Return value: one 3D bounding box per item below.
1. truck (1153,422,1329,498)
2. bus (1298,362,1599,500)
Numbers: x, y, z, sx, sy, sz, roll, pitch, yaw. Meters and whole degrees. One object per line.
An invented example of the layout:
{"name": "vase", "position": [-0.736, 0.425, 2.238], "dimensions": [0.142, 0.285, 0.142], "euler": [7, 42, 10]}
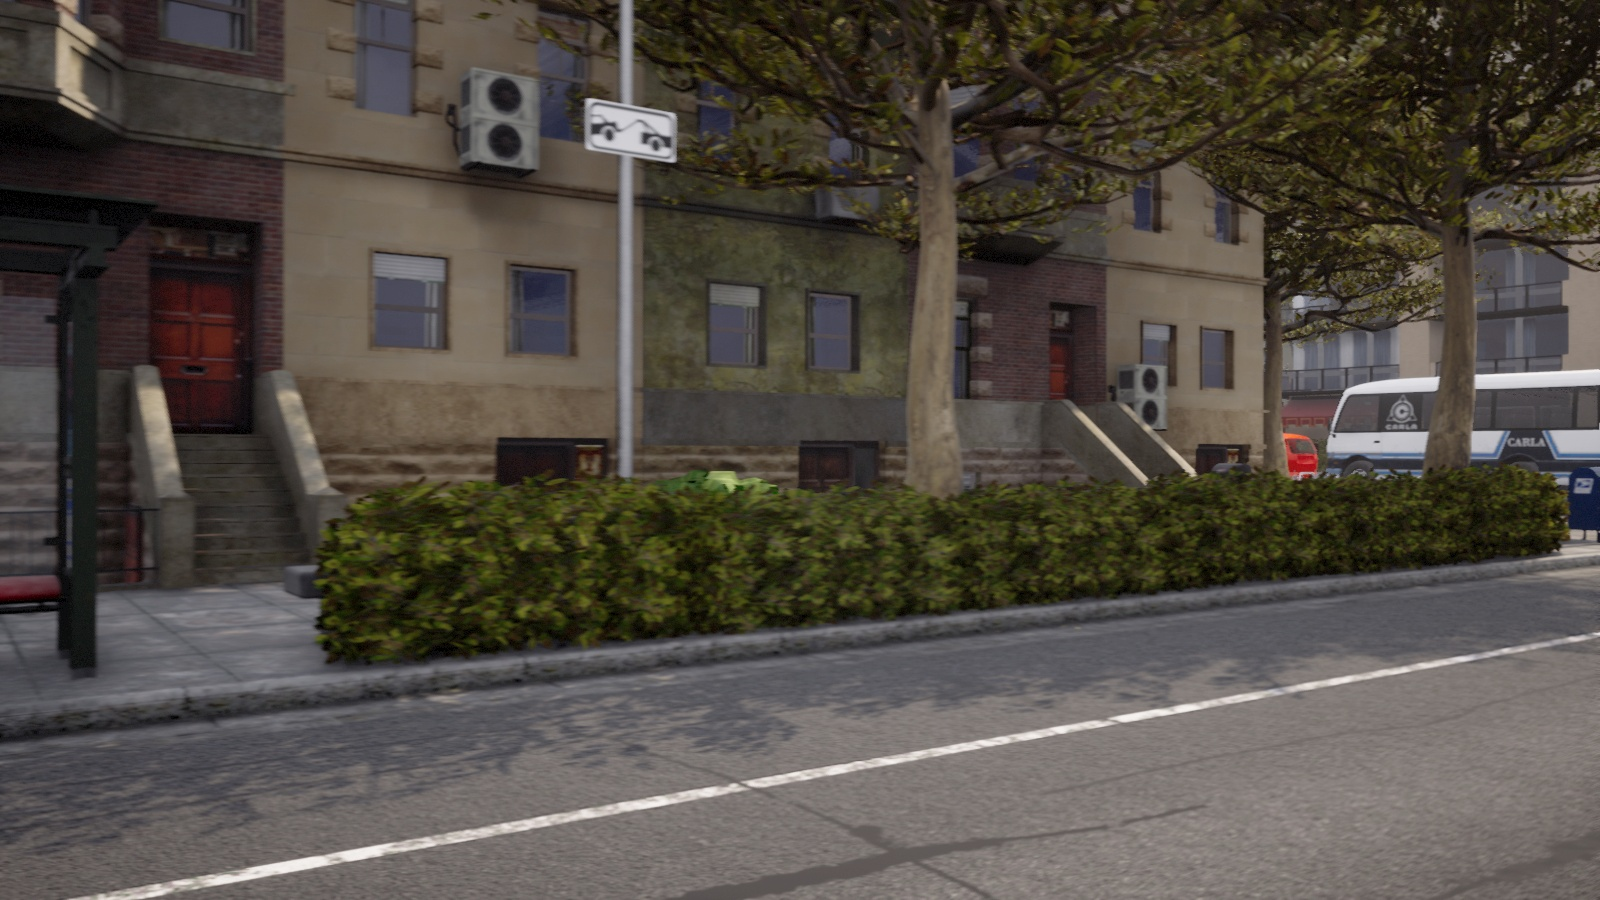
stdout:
{"name": "truck", "position": [15.161, 0.333, 43.448], "dimensions": [2.627, 2.467, 5.204], "euler": [0, 0, -35]}
{"name": "bus", "position": [23.261, -0.573, 44.094], "dimensions": [3.944, 4.253, 10.273], "euler": [0, 0, -35]}
